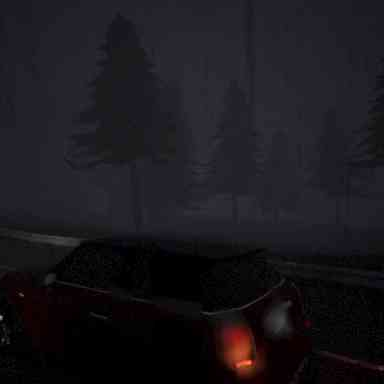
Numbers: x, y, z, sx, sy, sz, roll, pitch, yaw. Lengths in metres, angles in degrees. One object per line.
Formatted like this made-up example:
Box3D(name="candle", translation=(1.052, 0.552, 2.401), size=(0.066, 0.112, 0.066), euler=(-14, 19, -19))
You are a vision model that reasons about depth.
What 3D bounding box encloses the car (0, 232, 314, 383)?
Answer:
Box3D(name="car", translation=(-0.845, 1.351, 4.567), size=(4.553, 1.767, 2.097), euler=(0, 0, 35))
